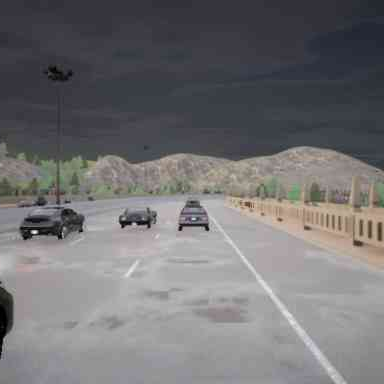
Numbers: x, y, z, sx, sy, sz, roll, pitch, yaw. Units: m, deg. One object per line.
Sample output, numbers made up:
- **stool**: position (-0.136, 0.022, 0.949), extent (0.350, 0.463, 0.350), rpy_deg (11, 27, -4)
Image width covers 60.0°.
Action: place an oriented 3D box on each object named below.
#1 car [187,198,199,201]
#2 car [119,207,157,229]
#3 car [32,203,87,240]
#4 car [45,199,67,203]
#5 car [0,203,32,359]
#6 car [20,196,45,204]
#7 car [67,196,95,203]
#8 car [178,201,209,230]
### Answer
- **car**: position (0.102, 1.507, 42.669), extent (1.837, 1.490, 4.892), rpy_deg (0, 0, 0)
- **car**: position (-3.401, 1.602, 21.848), extent (1.895, 1.301, 4.718), rpy_deg (0, 0, 0)
- **car**: position (-6.898, 1.506, 16.995), extent (1.837, 1.490, 4.892), rpy_deg (0, 0, 0)
- **car**: position (-17.524, 1.567, 44.676), extent (1.994, 1.385, 4.181), rpy_deg (0, 0, 0)
- **car**: position (-3.400, 1.222, 1.980), extent (2.150, 2.045, 5.566), rpy_deg (0, 0, 0)
- **car**: position (-21.026, 1.353, 44.230), extent (2.097, 1.767, 4.553), rpy_deg (0, 0, 0)
- **car**: position (-14.028, 1.353, 43.092), extent (2.097, 1.767, 4.553), rpy_deg (0, 0, 0)
- **car**: position (0.100, 1.548, 20.993), extent (2.033, 1.411, 5.357), rpy_deg (0, 0, 0)
